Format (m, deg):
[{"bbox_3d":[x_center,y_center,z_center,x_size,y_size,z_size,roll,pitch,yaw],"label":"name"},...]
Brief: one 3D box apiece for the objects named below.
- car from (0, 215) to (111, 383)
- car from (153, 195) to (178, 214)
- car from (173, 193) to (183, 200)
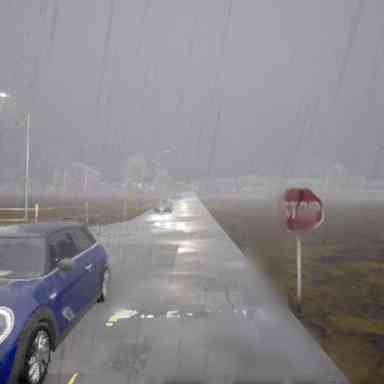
[{"bbox_3d":[-2.764,1.344,5.172,2.097,1.767,4.553,0,0,0],"label":"car"},{"bbox_3d":[-2.877,1.403,33.938,2.128,1.511,4.902,0,1,0],"label":"car"},{"bbox_3d":[-3.075,0.903,73.619,1.837,1.490,4.892,0,1,0],"label":"car"}]
